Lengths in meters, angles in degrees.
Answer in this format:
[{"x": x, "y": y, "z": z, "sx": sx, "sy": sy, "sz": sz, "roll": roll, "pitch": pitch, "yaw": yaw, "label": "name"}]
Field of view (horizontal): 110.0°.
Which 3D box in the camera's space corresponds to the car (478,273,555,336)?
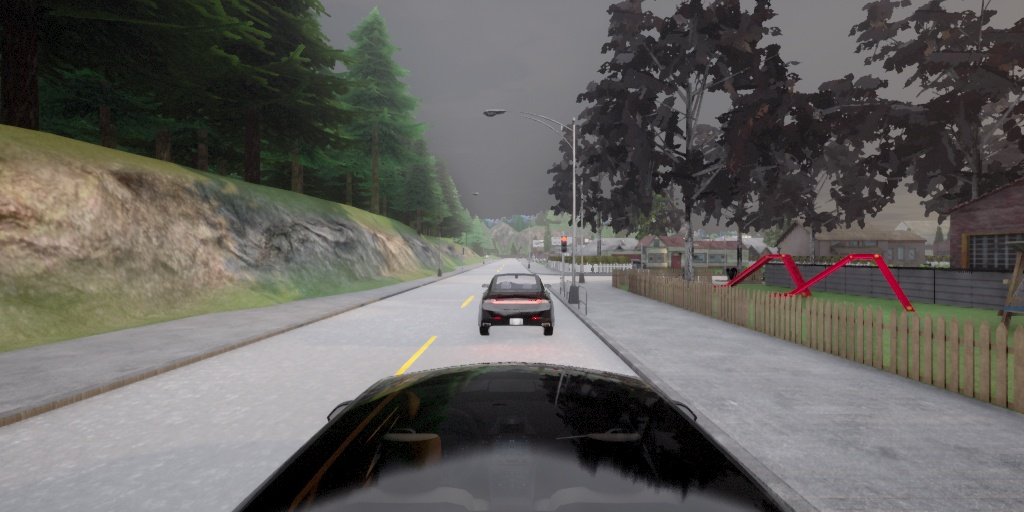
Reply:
[{"x": 0.128, "y": 1.242, "z": 10.383, "sx": 2.128, "sy": 1.511, "sz": 4.902, "roll": 0, "pitch": 0, "yaw": 1, "label": "car"}]
